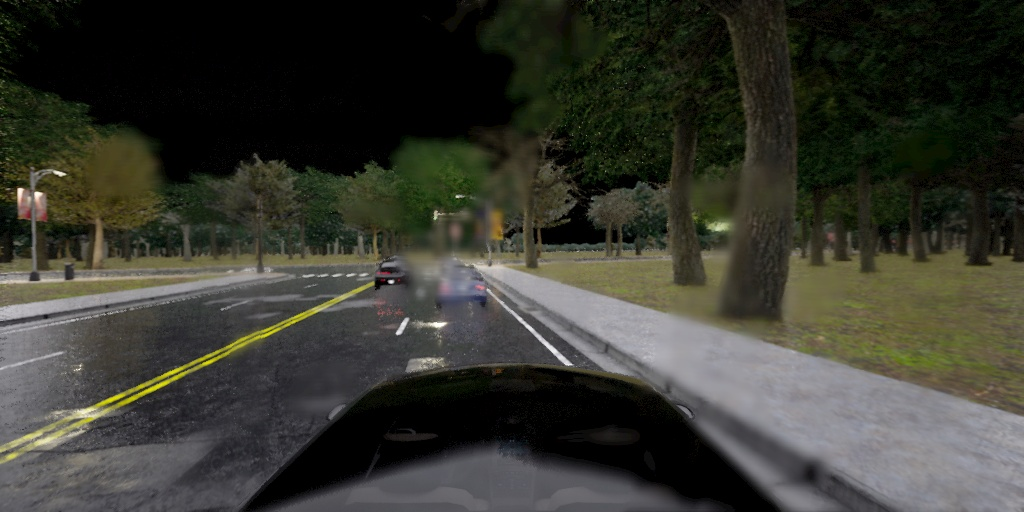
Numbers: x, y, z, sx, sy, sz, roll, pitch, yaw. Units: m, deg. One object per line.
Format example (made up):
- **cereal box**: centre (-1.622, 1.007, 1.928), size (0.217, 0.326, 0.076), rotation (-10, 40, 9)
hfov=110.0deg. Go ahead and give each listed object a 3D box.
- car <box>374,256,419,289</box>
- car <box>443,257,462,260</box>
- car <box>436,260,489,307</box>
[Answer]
- **car**: centre (-6.415, 0.960, 20.082), size (1.837, 1.490, 4.892), rotation (-1, 1, -10)
- **car**: centre (-5.468, 0.771, 33.025), size (1.994, 1.385, 4.181), rotation (-1, 1, -10)
- **car**: centre (-2.030, 1.086, 14.240), size (2.033, 1.411, 5.357), rotation (-1, 1, -10)
